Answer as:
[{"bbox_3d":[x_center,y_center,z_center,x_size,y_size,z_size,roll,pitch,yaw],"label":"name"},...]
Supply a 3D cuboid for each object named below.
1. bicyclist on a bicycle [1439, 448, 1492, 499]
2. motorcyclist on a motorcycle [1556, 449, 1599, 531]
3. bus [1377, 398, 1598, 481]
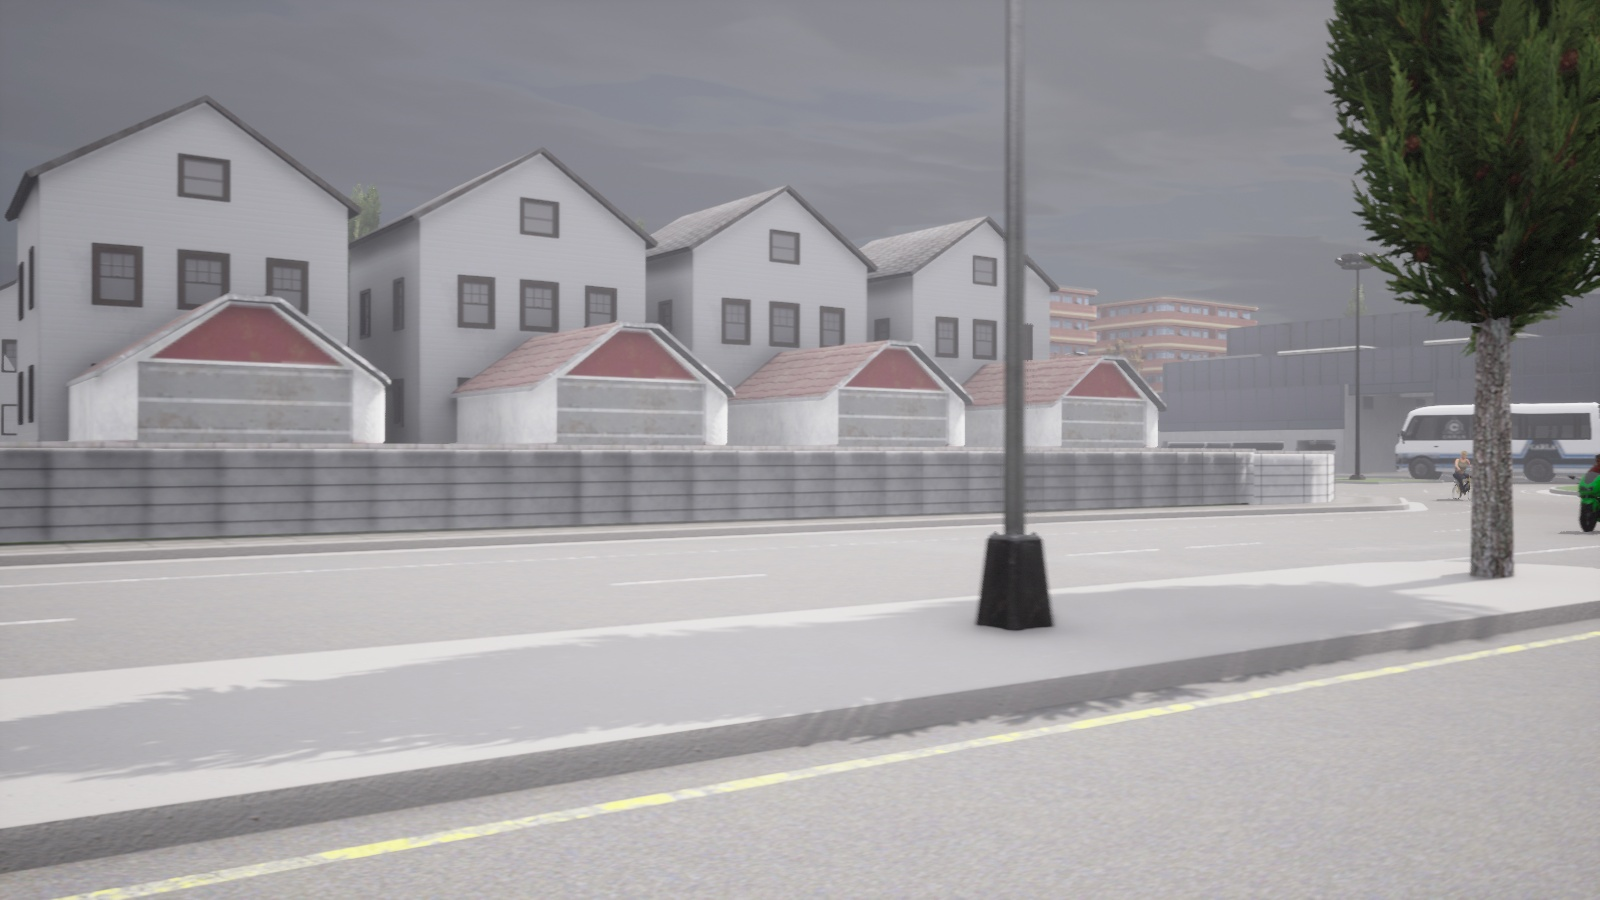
[{"bbox_3d":[21.435,0.735,40.475,0.866,1.612,1.509,1,0,-1],"label":"bicyclist on a bicycle"},{"bbox_3d":[15.495,0.754,24.248,2.044,1.523,0.797,0,0,-36],"label":"motorcyclist on a motorcycle"},{"bbox_3d":[37.945,-0.541,69.513,10.273,4.253,3.944,0,0,36],"label":"bus"}]
